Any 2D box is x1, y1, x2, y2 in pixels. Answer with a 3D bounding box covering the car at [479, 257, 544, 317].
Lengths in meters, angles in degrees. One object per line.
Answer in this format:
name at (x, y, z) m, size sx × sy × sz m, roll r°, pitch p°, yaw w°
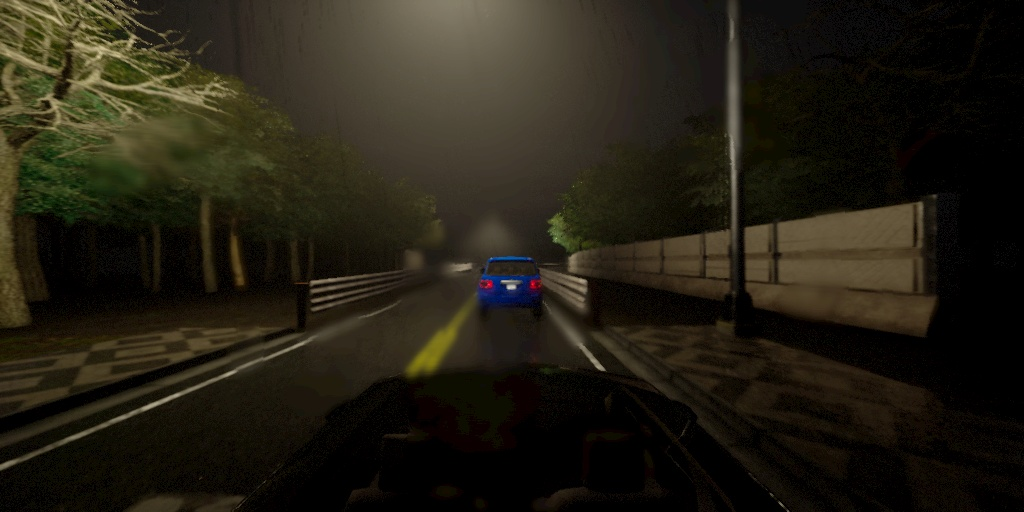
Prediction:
car at (-0.053, 1.067, 13.776) m, size 2.150 × 2.045 × 5.566 m, roll 0°, pitch 0°, yaw -1°
